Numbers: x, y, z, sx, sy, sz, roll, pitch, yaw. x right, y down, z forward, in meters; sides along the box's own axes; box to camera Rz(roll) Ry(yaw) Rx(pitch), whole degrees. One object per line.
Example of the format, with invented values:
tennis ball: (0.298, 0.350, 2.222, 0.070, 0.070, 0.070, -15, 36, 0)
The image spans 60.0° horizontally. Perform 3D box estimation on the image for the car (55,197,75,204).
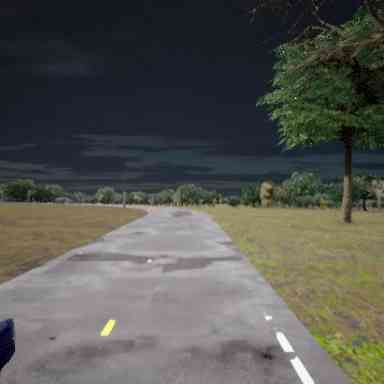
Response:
car: (-28.152, 1.885, 73.653, 4.902, 1.511, 2.128, 0, -1, 24)

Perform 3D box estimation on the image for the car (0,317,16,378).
car: (-2.850, 1.598, 1.405, 1.895, 1.301, 4.718, 0, 0, 0)

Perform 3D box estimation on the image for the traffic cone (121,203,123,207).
traffic cone: (-12.216, 2.269, 58.436, 0.340, 0.580, 0.340, 1, -1, -36)
